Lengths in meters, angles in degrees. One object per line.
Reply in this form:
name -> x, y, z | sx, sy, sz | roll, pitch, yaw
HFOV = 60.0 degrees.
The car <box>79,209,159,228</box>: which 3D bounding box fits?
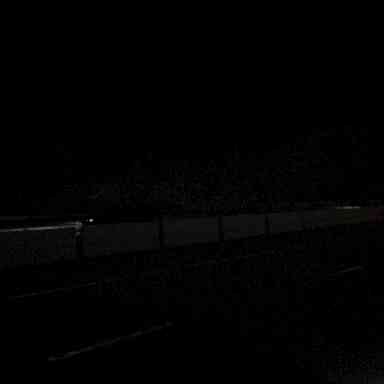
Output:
car -> -5.043, 1.748, 22.327 | 4.902, 1.511, 2.128 | 0, -1, -38
